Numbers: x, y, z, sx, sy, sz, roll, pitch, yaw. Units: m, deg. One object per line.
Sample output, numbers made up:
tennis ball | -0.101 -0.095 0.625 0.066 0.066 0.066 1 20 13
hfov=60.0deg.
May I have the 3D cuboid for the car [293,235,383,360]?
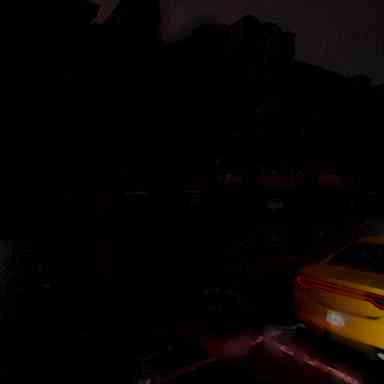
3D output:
car | 3.850 1.477 5.682 5.008 1.535 1.882 0 0 -35
